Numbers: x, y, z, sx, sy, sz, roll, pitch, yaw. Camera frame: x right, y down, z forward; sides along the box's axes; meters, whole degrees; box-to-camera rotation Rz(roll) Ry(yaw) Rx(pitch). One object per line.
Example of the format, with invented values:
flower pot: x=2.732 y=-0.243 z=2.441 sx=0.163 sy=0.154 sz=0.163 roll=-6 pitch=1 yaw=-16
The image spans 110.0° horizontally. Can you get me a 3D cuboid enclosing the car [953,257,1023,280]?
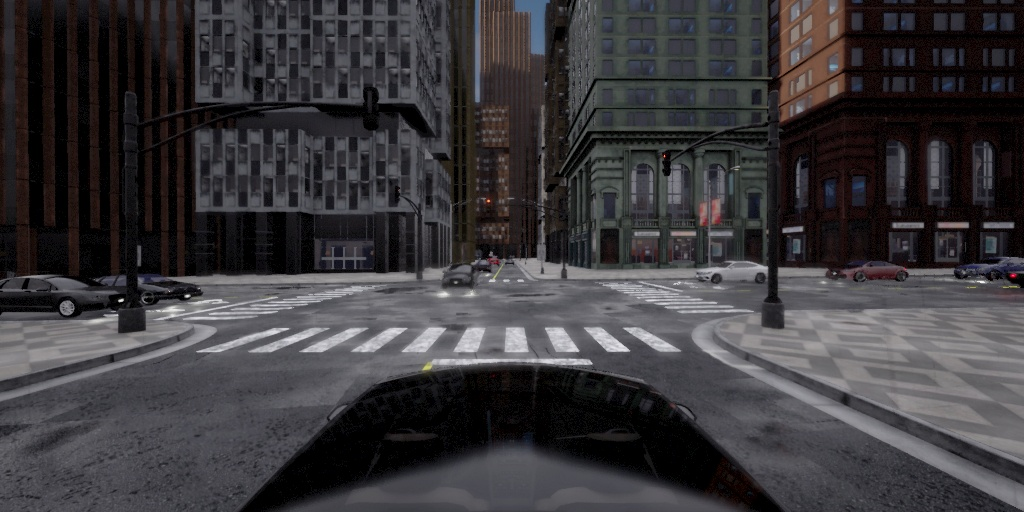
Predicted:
car: x=32.382 y=0.809 z=23.814 sx=4.674 sy=1.442 sz=1.812 roll=-1 pitch=0 yaw=-1

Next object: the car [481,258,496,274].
car: x=-3.280 y=1.270 z=41.469 sx=2.033 sy=1.411 sz=5.357 roll=0 pitch=0 yaw=0

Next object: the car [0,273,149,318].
car: x=-17.420 y=1.492 z=13.733 sx=4.892 sy=1.490 sz=1.837 roll=-1 pitch=0 yaw=0

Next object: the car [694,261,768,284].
car: x=14.600 y=1.036 z=23.770 sx=4.674 sy=1.442 sz=1.812 roll=-1 pitch=0 yaw=-1

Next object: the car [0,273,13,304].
car: x=-27.349 y=1.610 z=16.958 sx=4.892 sy=1.490 sz=1.837 roll=-1 pitch=0 yaw=0

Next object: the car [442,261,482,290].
car: x=-3.145 y=1.254 z=22.465 sx=1.837 sy=1.490 sz=4.892 roll=0 pitch=0 yaw=0

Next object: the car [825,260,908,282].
car: x=23.422 y=0.961 z=23.793 sx=4.181 sy=1.385 sz=1.994 roll=-1 pitch=0 yaw=0

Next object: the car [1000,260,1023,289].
car: x=27.073 y=0.985 z=17.106 sx=4.718 sy=1.301 sz=1.895 roll=-1 pitch=0 yaw=0

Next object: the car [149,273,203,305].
car: x=-17.863 y=1.524 z=17.039 sx=5.357 sy=1.411 sz=2.033 roll=-1 pitch=0 yaw=5
